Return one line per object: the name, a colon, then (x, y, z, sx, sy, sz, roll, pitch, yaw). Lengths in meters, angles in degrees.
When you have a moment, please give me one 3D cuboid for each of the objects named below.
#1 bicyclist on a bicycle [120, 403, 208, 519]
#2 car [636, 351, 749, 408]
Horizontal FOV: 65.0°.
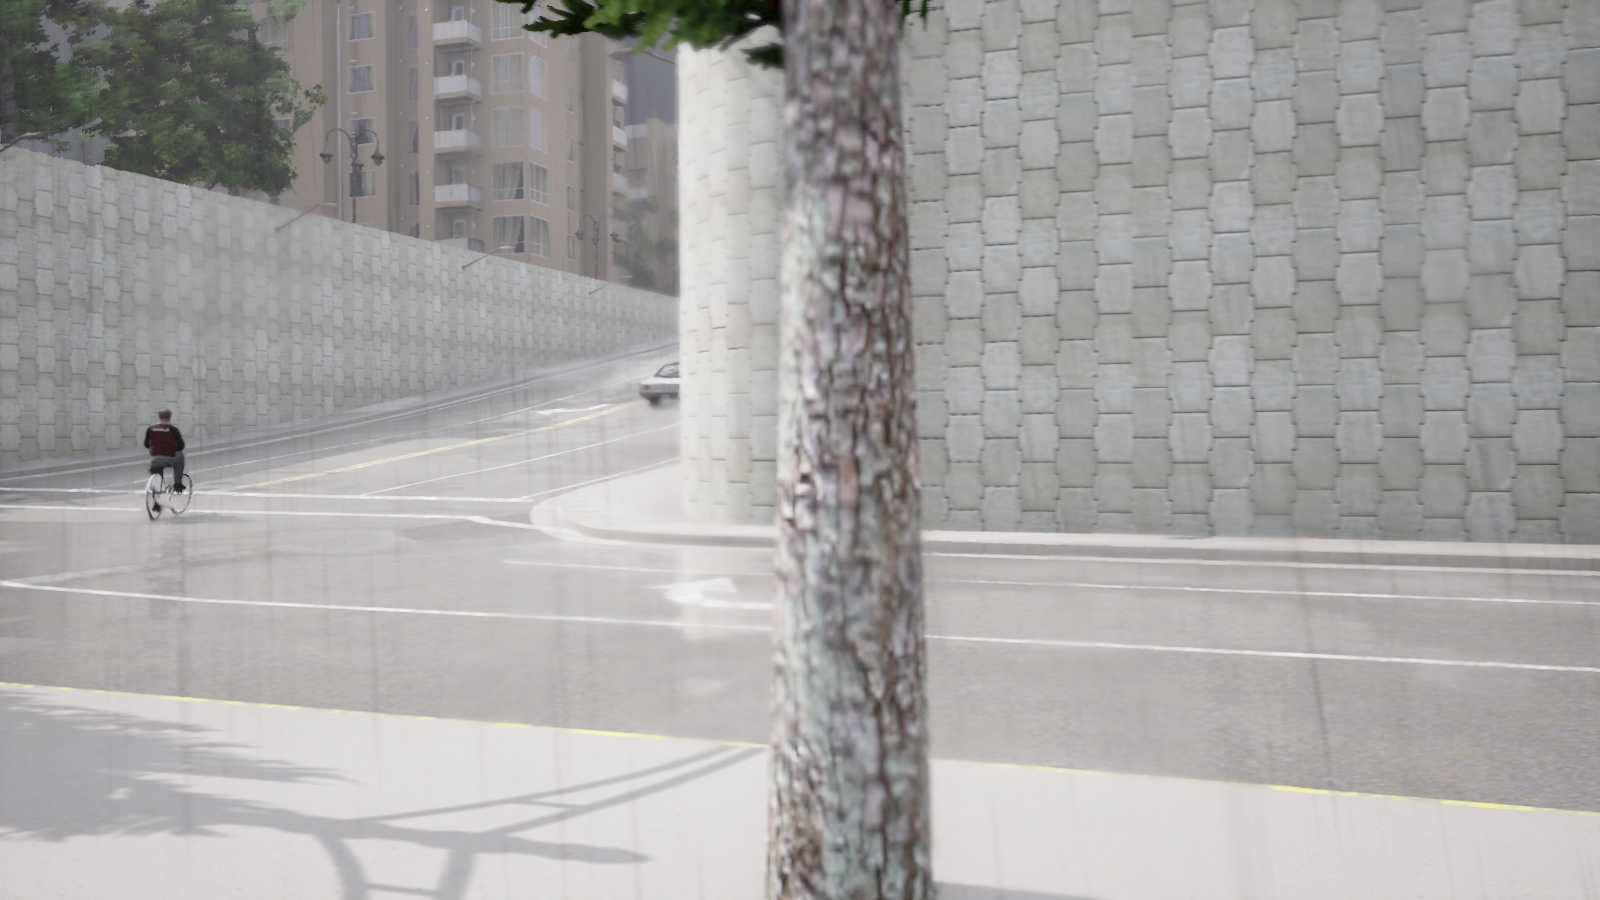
bicyclist on a bicycle: (-10.237, 0.142, 20.276, 0.659, 1.776, 1.843, 2, 2, -7)
car: (-3.512, -2.399, 41.978, 1.895, 1.301, 4.718, 1, 10, 20)
